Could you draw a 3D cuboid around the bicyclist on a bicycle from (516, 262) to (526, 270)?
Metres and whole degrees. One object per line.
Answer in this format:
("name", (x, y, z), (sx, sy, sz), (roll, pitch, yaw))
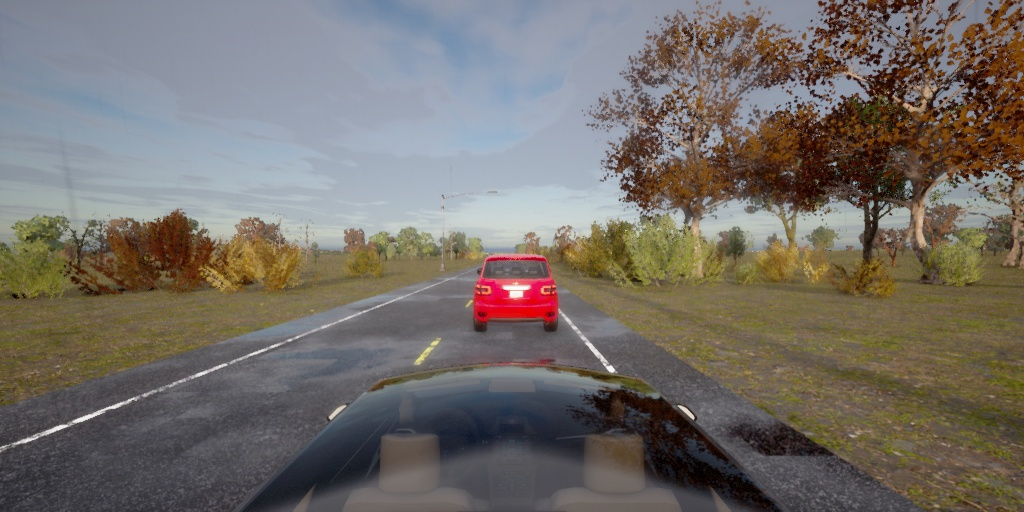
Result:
("bicyclist on a bicycle", (0.858, 1.103, 30.148), (0.659, 1.776, 1.843), (0, 0, 0))

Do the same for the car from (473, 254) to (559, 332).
("car", (0.078, 0.966, 10.969), (2.150, 2.045, 5.566), (0, 0, -1))

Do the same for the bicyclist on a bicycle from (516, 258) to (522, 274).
("bicyclist on a bicycle", (0.783, 1.098, 40.161), (0.659, 1.776, 1.843), (0, 0, 0))
